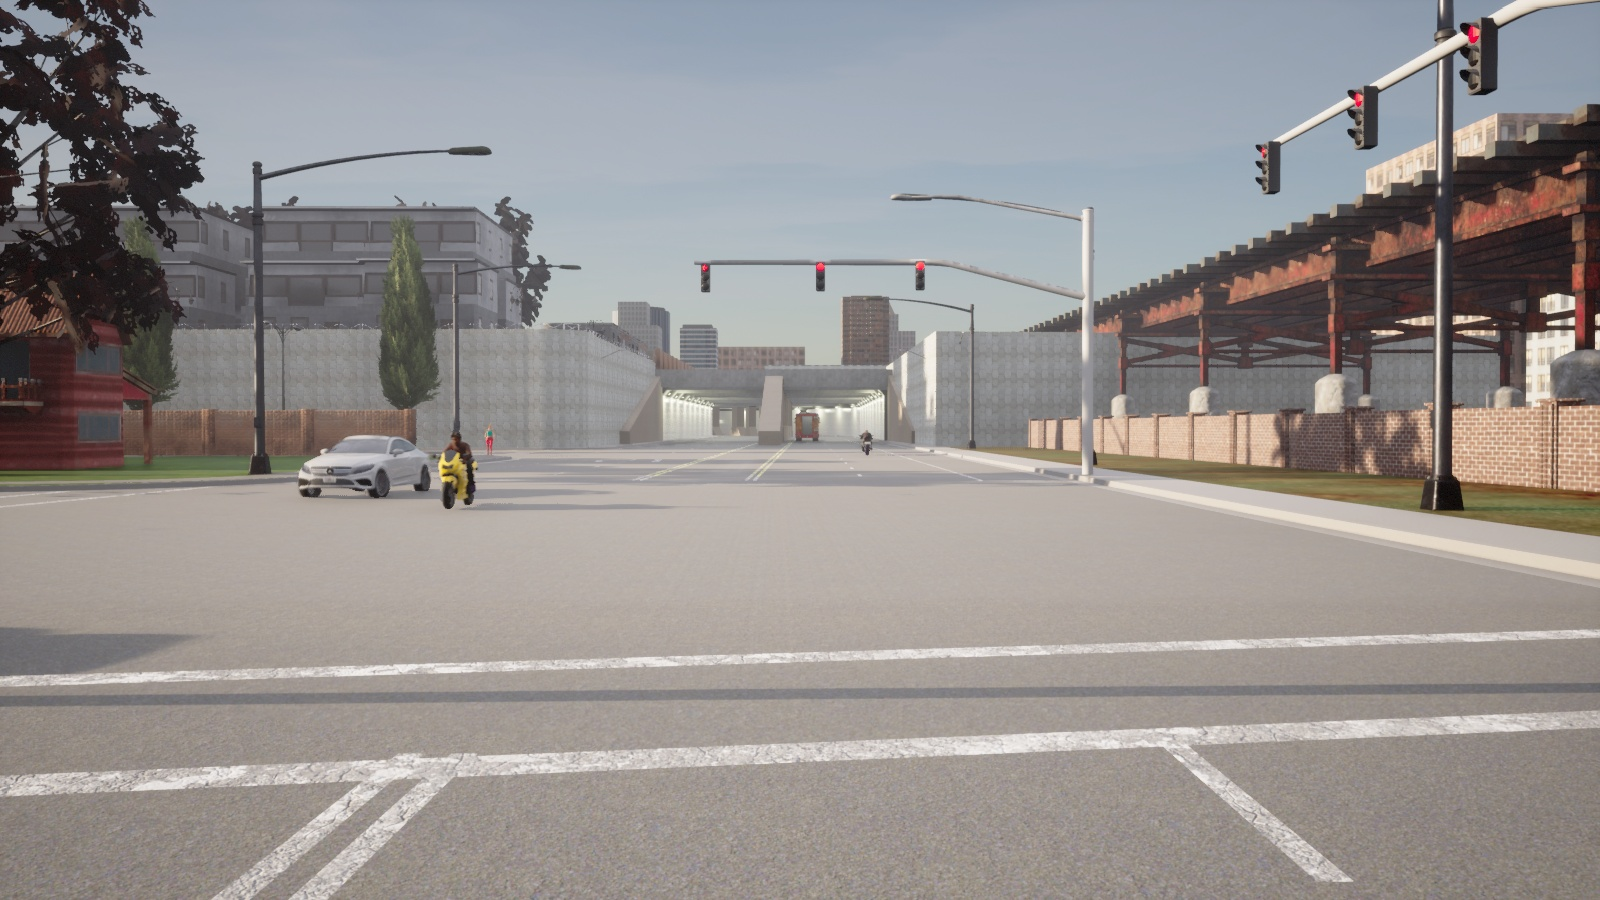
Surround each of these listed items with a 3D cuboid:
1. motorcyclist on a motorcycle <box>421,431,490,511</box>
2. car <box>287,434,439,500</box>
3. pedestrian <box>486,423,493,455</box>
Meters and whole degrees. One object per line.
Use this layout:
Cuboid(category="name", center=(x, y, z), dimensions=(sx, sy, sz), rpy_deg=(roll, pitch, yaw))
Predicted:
Cuboid(category="motorcyclist on a motorcycle", center=(-6.844, 0.391, 25.064), dimensions=(0.797, 1.523, 2.044), rpy_deg=(0, 1, 0))
Cuboid(category="car", center=(-10.406, 0.347, 30.308), dimensions=(1.812, 1.442, 4.674), rpy_deg=(0, 1, 3))
Cuboid(category="pedestrian", center=(-17.658, -0.623, 71.477), dimensions=(0.345, 1.836, 0.594), rpy_deg=(0, 1, -16))
